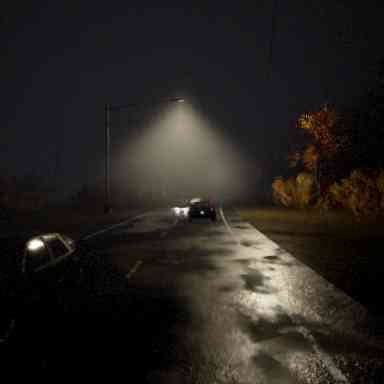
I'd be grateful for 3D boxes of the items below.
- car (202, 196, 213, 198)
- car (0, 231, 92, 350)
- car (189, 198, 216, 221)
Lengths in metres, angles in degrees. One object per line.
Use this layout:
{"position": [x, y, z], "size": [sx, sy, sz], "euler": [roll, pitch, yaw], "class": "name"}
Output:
{"position": [1.938, 1.256, 41.496], "size": [1.812, 1.442, 4.674], "euler": [0, 0, 5], "class": "car"}
{"position": [-3.526, 1.507, 6.360], "size": [2.033, 1.411, 5.357], "euler": [0, 0, 1], "class": "car"}
{"position": [0.824, 1.403, 25.261], "size": [1.994, 1.385, 4.181], "euler": [0, 0, 3], "class": "car"}
